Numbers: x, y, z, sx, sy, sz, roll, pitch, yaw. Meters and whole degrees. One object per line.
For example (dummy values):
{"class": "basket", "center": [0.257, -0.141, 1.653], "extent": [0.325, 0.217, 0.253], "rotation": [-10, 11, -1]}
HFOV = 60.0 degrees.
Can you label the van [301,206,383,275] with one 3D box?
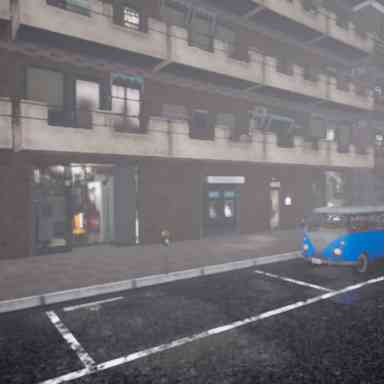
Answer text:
{"class": "van", "center": [5.043, 1.323, 10.131], "extent": [3.998, 1.788, 1.690], "rotation": [0, -1, -35]}
